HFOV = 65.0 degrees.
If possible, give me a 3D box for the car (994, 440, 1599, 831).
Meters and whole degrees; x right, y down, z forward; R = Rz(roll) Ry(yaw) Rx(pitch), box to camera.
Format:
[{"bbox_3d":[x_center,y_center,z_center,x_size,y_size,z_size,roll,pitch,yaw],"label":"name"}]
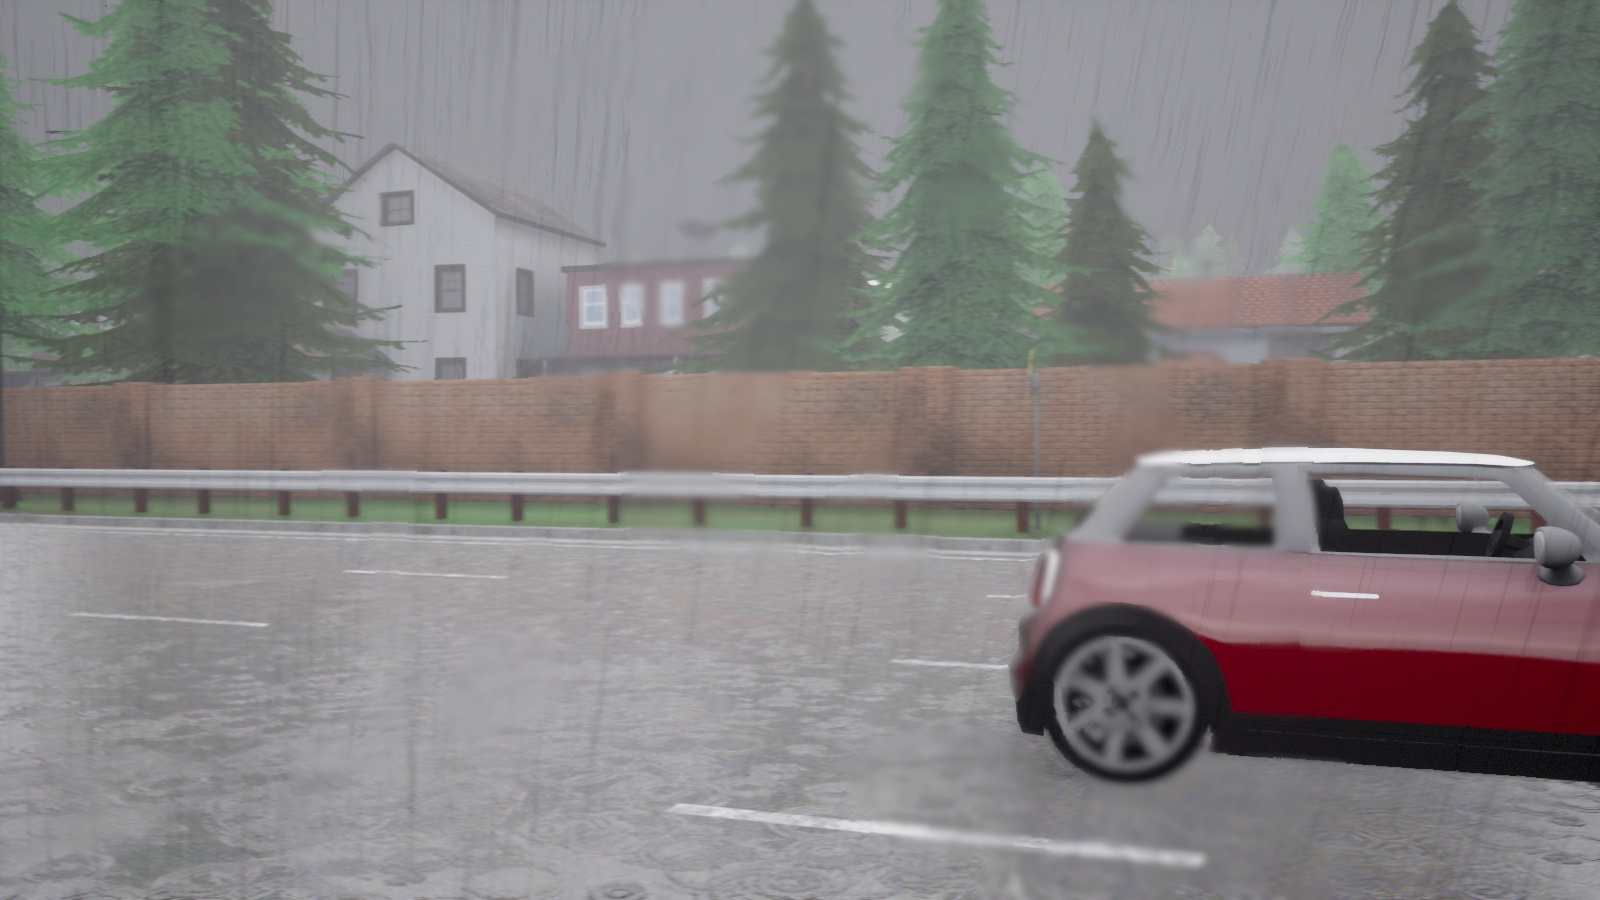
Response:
[{"bbox_3d":[2.982,0.709,5.882,3.806,1.475,1.970,1,1,19],"label":"car"}]
